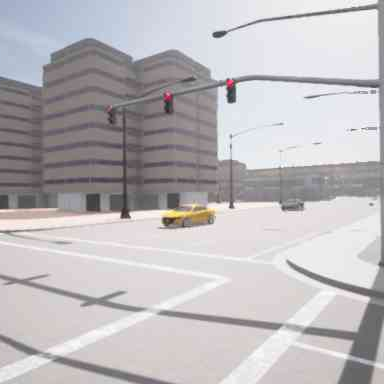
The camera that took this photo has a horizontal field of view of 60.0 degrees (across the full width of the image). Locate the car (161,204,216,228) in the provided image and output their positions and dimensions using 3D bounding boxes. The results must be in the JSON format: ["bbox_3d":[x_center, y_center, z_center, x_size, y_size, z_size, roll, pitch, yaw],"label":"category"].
[{"bbox_3d":[-0.163,1.628,23.866,1.882,1.535,5.008,-1,0,35],"label":"car"}]

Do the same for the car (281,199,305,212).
[{"bbox_3d":[12.791,1.644,42.070,1.837,1.490,4.892,-1,-1,36],"label":"car"}]
